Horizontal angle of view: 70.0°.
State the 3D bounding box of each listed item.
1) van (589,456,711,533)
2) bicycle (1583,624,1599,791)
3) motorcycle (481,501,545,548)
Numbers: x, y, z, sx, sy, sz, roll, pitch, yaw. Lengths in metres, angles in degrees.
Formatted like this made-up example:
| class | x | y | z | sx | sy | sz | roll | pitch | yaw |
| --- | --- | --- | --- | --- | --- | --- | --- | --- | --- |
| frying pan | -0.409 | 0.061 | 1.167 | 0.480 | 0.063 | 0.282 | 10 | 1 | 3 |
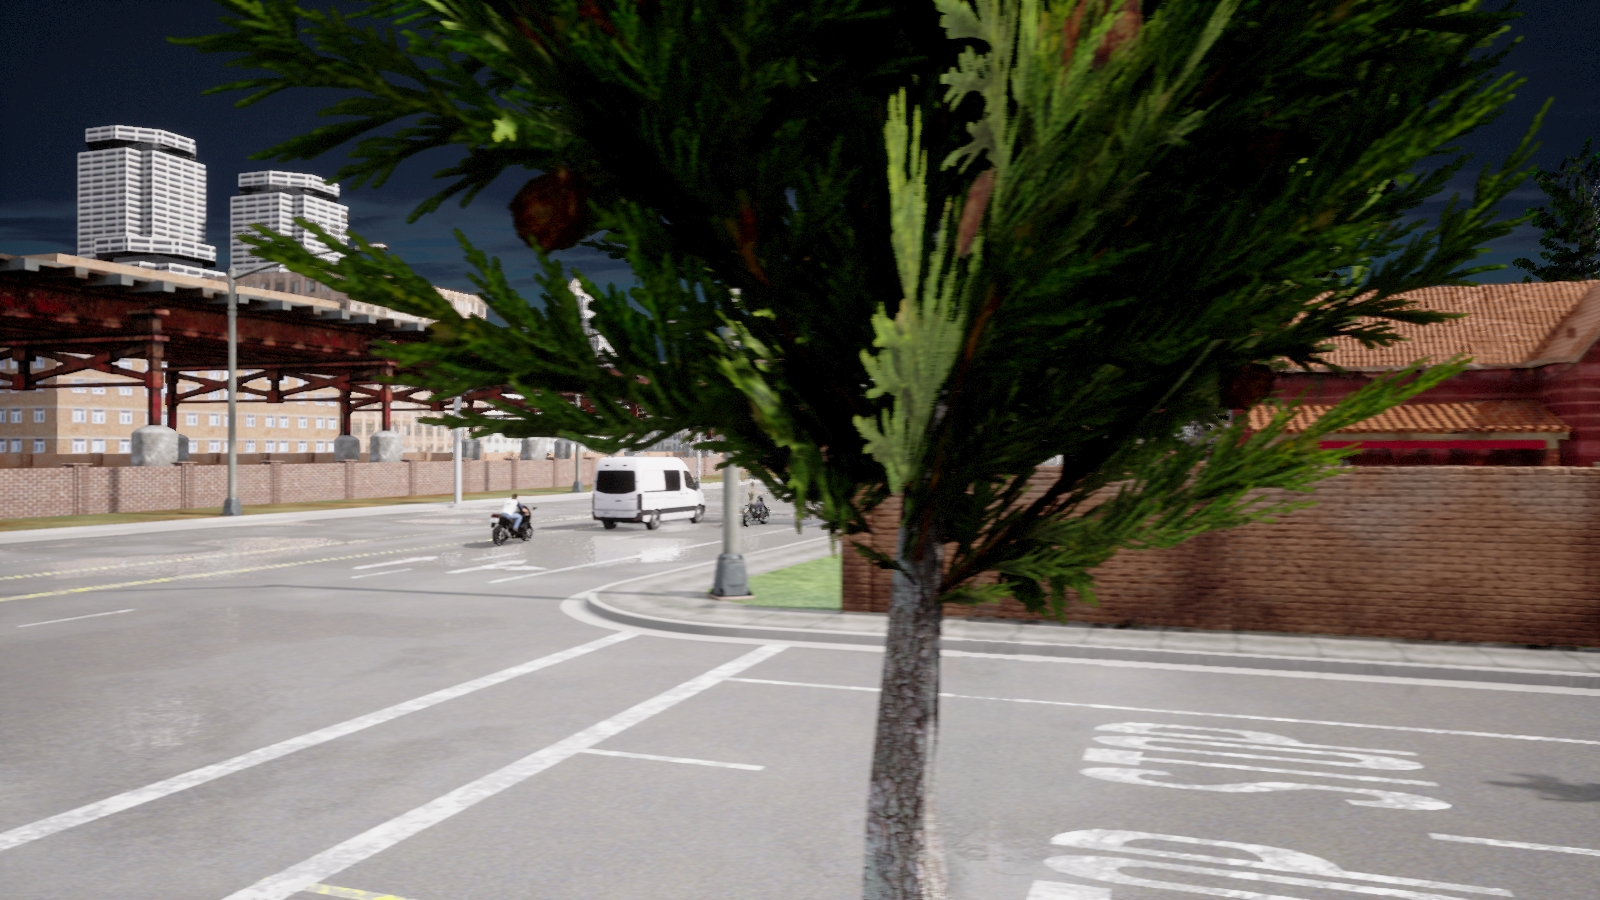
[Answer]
| class | x | y | z | sx | sy | sz | roll | pitch | yaw |
| --- | --- | --- | --- | --- | --- | --- | --- | --- | --- |
| van | -5.373 | 1.534 | 42.009 | 1.988 | 2.561 | 5.915 | 0 | 0 | 20 |
| bicycle | 7.267 | 2.145 | 9.139 | 1.487 | 1.301 | 0.859 | 0 | 0 | 20 |
| motorcycle | -8.433 | 2.173 | 33.660 | 0.803 | 1.224 | 2.033 | 0 | 0 | 20 |
